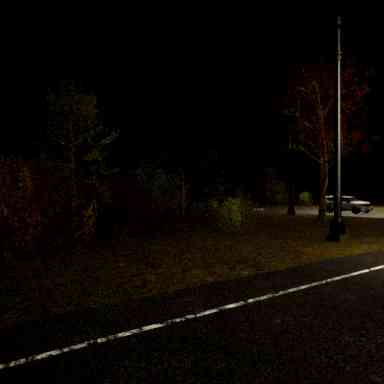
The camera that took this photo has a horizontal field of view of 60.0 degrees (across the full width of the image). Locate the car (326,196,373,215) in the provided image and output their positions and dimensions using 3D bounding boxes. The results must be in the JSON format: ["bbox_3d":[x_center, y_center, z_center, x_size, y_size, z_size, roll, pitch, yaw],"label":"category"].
[{"bbox_3d":[18.057,1.471,38.839,2.150,2.045,5.566,-2,1,-32],"label":"car"}]

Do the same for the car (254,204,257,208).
[{"bbox_3d":[8.633,1.980,54.781,1.837,1.490,4.892,-2,0,-31],"label":"car"}]
